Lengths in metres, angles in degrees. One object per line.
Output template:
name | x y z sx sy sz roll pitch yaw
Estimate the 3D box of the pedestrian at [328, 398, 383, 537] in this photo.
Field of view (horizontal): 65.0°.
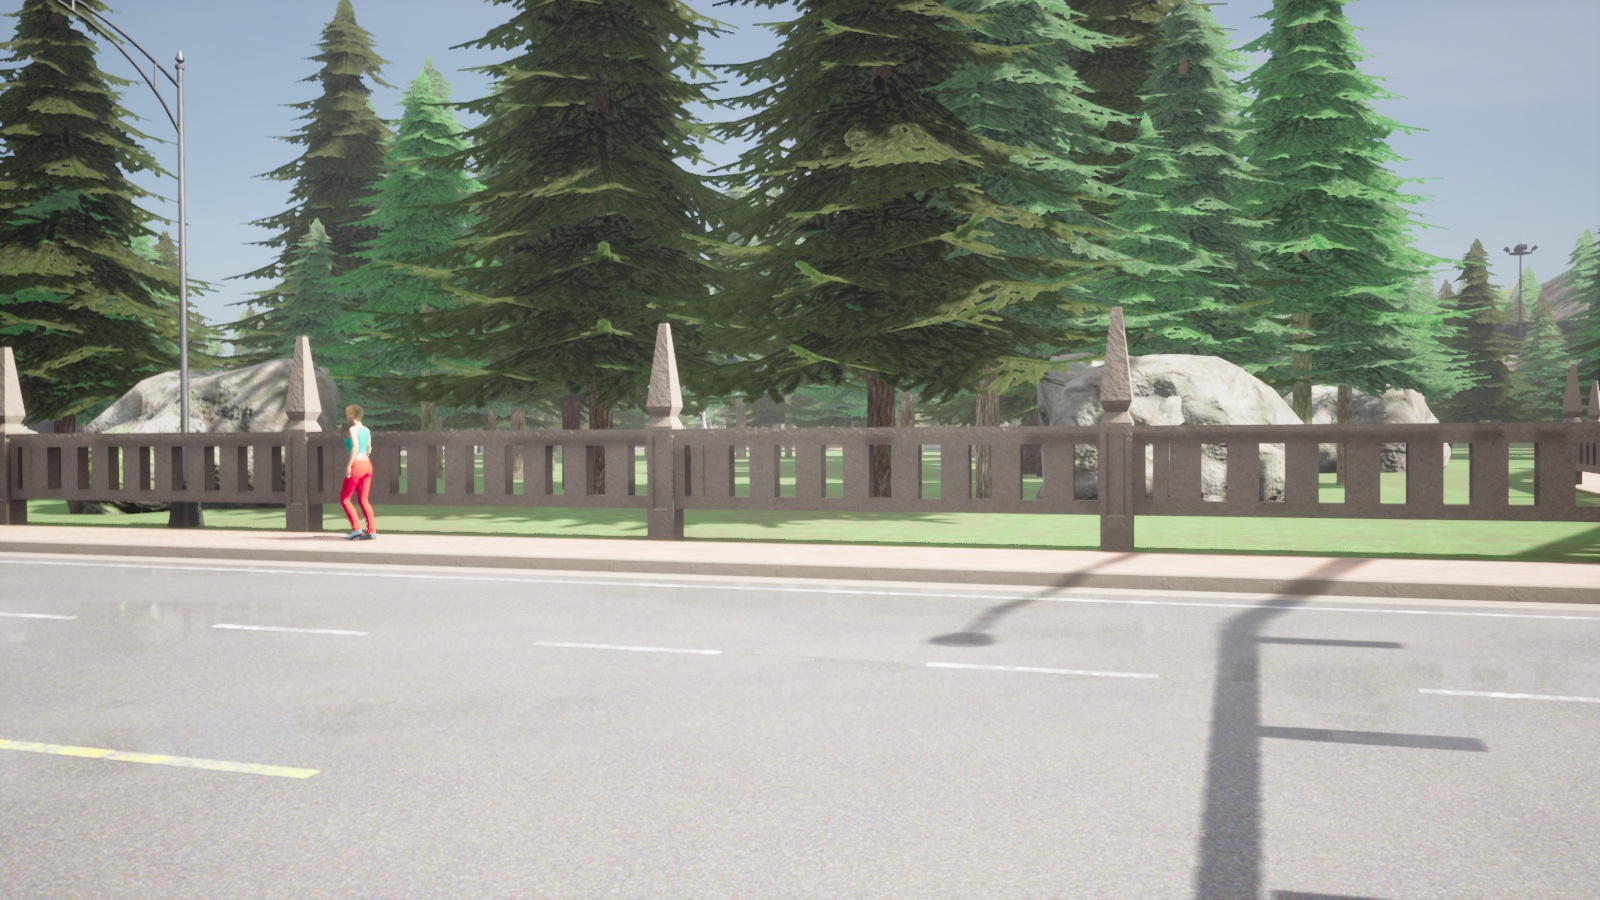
pedestrian | -5.947 0.223 16.812 0.594 1.836 0.345 0 1 17
